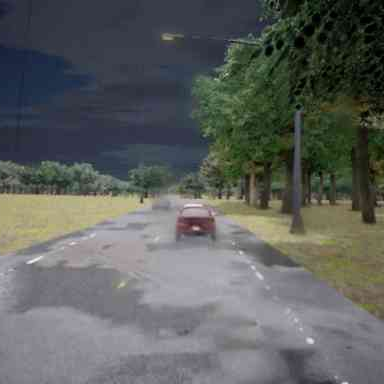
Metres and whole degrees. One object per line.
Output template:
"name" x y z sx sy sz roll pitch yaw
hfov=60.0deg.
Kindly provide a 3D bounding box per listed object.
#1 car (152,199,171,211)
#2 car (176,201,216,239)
"car" -3.563 1.519 39.310 1.994 1.385 4.181 0 0 0
"car" 0.184 1.476 17.215 1.882 1.535 5.008 0 0 0
